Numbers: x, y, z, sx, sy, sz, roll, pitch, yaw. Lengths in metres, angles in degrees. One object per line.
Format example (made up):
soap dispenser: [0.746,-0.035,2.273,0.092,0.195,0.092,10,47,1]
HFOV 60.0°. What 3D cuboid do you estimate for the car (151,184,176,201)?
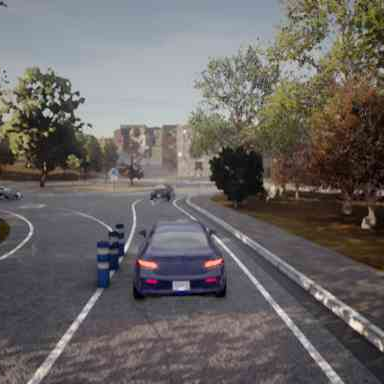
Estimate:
car: [-2.731,-0.044,31.781,1.812,1.442,4.674,0,5,5]

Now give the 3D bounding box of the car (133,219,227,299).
car: [-0.331,1.372,8.002,1.812,1.442,4.674,0,2,-4]

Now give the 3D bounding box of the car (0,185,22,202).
car: [-17.822,0.070,29.750,4.902,1.511,2.128,0,5,2]
